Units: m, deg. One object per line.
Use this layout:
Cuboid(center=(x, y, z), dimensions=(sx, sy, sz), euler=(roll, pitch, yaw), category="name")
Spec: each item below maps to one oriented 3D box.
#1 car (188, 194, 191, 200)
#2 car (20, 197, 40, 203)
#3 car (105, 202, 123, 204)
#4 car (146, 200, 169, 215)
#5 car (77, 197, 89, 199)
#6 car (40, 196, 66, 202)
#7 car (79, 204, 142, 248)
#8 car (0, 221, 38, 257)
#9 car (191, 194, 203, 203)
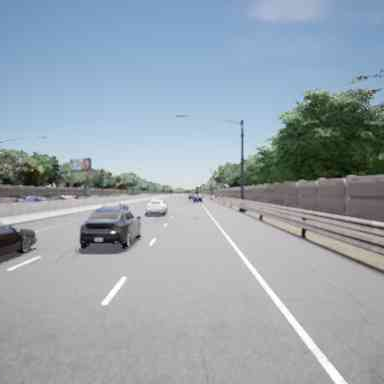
Cuboid(center=(-0.021, 1.296, 86.988), dimensions=(1.882, 1.535, 5.008), euler=(0, 0, 0), category="car")
Cuboid(center=(-24.572, 1.463, 51.025), dimensions=(1.812, 1.442, 4.674), euler=(0, 0, 0), category="car")
Cuboid(center=(-6.908, 1.554, 29.843), dimensions=(1.895, 1.301, 4.718), euler=(0, 0, 0), category="car")
Cuboid(center=(-3.408, 1.475, 32.535), dimensions=(1.812, 1.442, 4.674), euler=(0, 0, 0), category="car")
Cuboid(center=(-17.572, 1.463, 53.331), dimensions=(1.812, 1.442, 4.674), euler=(0, 0, 0), category="car")
Cuboid(center=(-21.076, 1.442, 51.443), dimensions=(1.837, 1.490, 4.892), euler=(0, 0, 0), category="car")
Cuboid(center=(-3.404, 1.483, 14.549), dimensions=(1.837, 1.490, 4.892), euler=(0, 0, 0), category="car")
Cuboid(center=(-6.897, 1.532, 10.402), dimensions=(2.033, 1.411, 5.357), euler=(0, 0, 0), category="car")
Cuboid(center=(1.208, 1.425, 69.721), dimensions=(1.882, 1.535, 5.008), euler=(0, 0, 0), category="car")
